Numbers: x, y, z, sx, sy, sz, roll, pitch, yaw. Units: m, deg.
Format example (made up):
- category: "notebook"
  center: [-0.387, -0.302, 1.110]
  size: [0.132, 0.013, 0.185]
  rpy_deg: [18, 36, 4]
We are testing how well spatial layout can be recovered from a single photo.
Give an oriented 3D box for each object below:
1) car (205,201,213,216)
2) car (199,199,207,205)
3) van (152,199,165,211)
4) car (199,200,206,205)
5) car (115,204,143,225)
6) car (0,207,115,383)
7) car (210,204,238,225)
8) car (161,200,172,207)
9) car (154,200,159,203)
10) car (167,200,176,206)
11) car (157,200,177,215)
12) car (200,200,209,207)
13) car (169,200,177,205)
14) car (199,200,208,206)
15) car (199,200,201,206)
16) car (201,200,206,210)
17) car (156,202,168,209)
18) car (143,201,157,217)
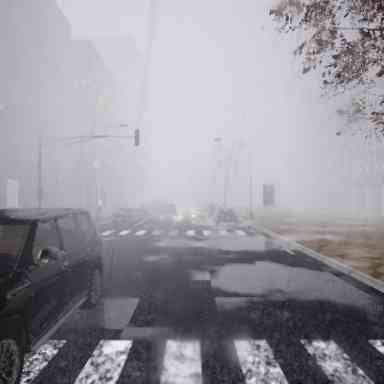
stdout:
- category: "car"
  center: [2.794, 2.074, 38.888]
  size: [1.752, 1.417, 4.829]
  rpy_deg: [0, -1, 0]
- category: "car"
  center: [2.920, 2.736, 88.506]
  size: [1.967, 1.590, 4.097]
  rpy_deg: [0, -1, 0]
- category: "van"
  center: [-5.544, 2.142, 55.338]
  size: [1.690, 1.788, 3.998]
  rpy_deg: [0, -1, 0]
- category: "car"
  center: [2.934, 2.933, 94.037]
  size: [2.008, 1.369, 4.403]
  rpy_deg: [0, -1, 0]
- category: "car"
  center: [-5.614, 1.946, 27.674]
  size: [2.008, 1.369, 4.403]
  rpy_deg: [0, -1, 0]
- category: "car"
  center: [-2.984, 1.304, 5.169]
  size: [2.150, 2.045, 5.566]
  rpy_deg: [0, -1, 0]
- category: "car"
  center: [2.766, 1.930, 27.653]
  size: [1.887, 1.381, 4.507]
  rpy_deg: [0, -1, 0]
- category: "car"
  center: [-5.503, 2.490, 71.933]
  size: [1.967, 1.590, 4.097]
  rpy_deg: [0, -1, 0]
- category: "car"
  center: [-5.558, 2.159, 49.804]
  size: [1.967, 1.590, 4.097]
  rpy_deg: [0, -1, 0]
- category: "car"
  center: [-5.461, 2.856, 88.526]
  size: [2.008, 1.369, 4.403]
  rpy_deg: [0, -1, 0]
- category: "car"
  center: [-2.890, 2.089, 41.901]
  size: [1.882, 1.535, 5.008]
  rpy_deg: [0, -1, 0]
- category: "car"
  center: [2.892, 2.669, 77.442]
  size: [1.887, 1.381, 4.507]
  rpy_deg: [0, -1, 0]
- category: "car"
  center: [-5.447, 2.943, 94.058]
  size: [2.008, 1.369, 4.403]
  rpy_deg: [0, -1, 0]
- category: "car"
  center: [2.906, 2.760, 82.974]
  size: [2.008, 1.369, 4.403]
  rpy_deg: [0, -1, 0]
- category: "car"
  center: [2.864, 2.484, 66.548]
  size: [1.752, 1.417, 4.829]
  rpy_deg: [0, -1, 0]
- category: "car"
  center: [2.836, 2.373, 55.312]
  size: [1.802, 1.307, 4.206]
  rpy_deg: [0, -1, 0]
- category: "car"
  center: [-5.530, 2.465, 60.866]
  size: [1.802, 1.307, 4.206]
  rpy_deg: [0, -1, 0]
- category: "car"
  center: [-5.587, 2.106, 38.739]
  size: [2.008, 1.369, 4.403]
  rpy_deg: [0, -1, 0]
